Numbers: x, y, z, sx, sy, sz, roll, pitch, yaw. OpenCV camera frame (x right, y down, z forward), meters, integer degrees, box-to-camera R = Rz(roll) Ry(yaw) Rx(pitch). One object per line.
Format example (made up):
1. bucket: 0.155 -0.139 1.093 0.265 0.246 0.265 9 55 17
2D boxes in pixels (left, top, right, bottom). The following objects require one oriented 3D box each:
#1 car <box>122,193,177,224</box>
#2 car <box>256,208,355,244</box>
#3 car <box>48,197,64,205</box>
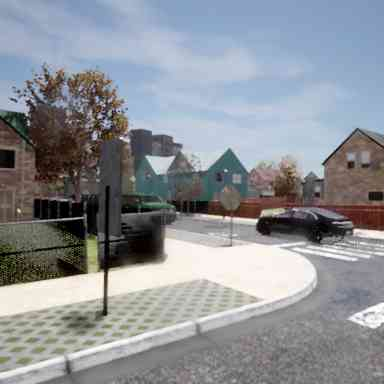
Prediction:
1. car: -3.269 1.119 23.461 2.150 2.045 5.566 2 -1 -37
2. car: 5.226 1.501 15.977 2.128 1.511 4.902 1 -1 -34
3. car: -17.556 1.357 42.700 2.033 1.411 5.357 2 -1 -36
